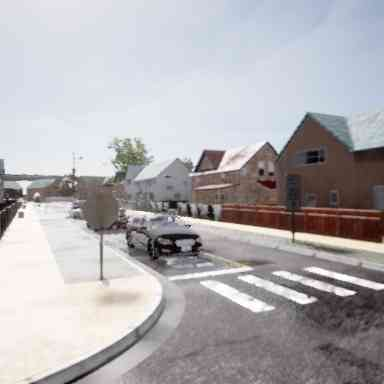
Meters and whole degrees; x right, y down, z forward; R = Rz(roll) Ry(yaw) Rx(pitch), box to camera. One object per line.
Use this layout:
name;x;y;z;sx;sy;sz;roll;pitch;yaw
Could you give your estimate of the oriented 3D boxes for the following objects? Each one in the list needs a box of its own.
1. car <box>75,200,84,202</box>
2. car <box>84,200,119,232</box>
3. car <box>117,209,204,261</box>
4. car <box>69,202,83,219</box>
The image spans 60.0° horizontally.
car;-18.738;2.073;55.720;2.128;1.511;4.902;0;-1;-26
car;-5.696;1.600;22.346;2.097;1.767;4.553;0;-1;-26
car;-1.249;1.640;13.251;2.128;1.511;4.902;0;-1;-26
car;-11.139;1.965;33.492;1.895;1.301;4.718;0;0;-26
